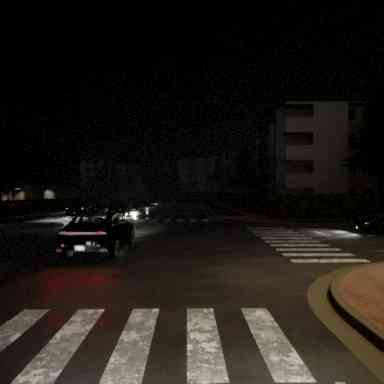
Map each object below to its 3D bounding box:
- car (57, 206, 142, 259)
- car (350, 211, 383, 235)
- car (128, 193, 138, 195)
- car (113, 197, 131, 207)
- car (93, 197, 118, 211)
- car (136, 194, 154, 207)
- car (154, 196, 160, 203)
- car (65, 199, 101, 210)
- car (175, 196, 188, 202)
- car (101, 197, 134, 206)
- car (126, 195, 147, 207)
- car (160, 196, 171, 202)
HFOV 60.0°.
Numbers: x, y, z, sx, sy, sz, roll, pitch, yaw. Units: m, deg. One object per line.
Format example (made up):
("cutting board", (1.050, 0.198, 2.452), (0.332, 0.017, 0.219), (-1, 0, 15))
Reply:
("car", (-3.428, 1.490, 12.553), (2.128, 1.511, 4.902), (0, 0, 0))
("car", (11.596, 1.530, 18.057), (5.357, 1.411, 2.033), (0, 0, 0))
("car", (-11.326, 1.219, 63.597), (2.150, 2.045, 5.566), (0, 0, -4))
("car", (-10.976, 1.562, 52.149), (1.994, 1.385, 4.181), (0, 0, 0))
("car", (-10.903, 1.476, 42.123), (1.882, 1.535, 5.008), (0, 0, 0))
("car", (-7.499, 1.524, 51.836), (1.812, 1.442, 4.674), (0, 0, 0))
("car", (-8.147, 1.544, 67.587), (2.033, 1.411, 5.357), (0, 0, -10))
("car", (-10.806, 1.599, 32.730), (1.895, 1.301, 4.718), (0, 0, -1))
("car", (-2.398, 1.537, 73.783), (2.033, 1.411, 5.357), (0, 0, -17))
("car", (-7.265, 1.503, 32.797), (1.837, 1.490, 4.892), (0, 0, -2))
("car", (-7.400, 1.489, 41.932), (2.128, 1.511, 4.902), (0, 0, -1))
("car", (-6.079, 1.522, 73.959), (2.128, 1.511, 4.902), (0, 0, -17))
